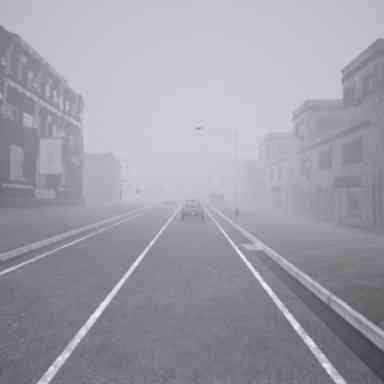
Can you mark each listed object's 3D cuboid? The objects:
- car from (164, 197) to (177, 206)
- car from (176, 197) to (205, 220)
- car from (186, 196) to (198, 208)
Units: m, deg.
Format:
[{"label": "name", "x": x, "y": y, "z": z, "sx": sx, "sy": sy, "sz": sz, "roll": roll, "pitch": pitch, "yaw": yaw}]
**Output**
[{"label": "car", "x": -3.550, "y": 1.519, "z": 55.065, "sx": 1.994, "sy": 1.385, "sz": 4.181, "roll": 0, "pitch": 0, "yaw": 0}, {"label": "car", "x": 0.079, "y": 1.469, "z": 27.990, "sx": 2.128, "sy": 1.511, "sz": 4.902, "roll": 0, "pitch": 0, "yaw": 0}, {"label": "car", "x": 0.009, "y": 1.465, "z": 49.853, "sx": 1.837, "sy": 1.490, "sz": 4.892, "roll": 0, "pitch": 0, "yaw": 0}]
